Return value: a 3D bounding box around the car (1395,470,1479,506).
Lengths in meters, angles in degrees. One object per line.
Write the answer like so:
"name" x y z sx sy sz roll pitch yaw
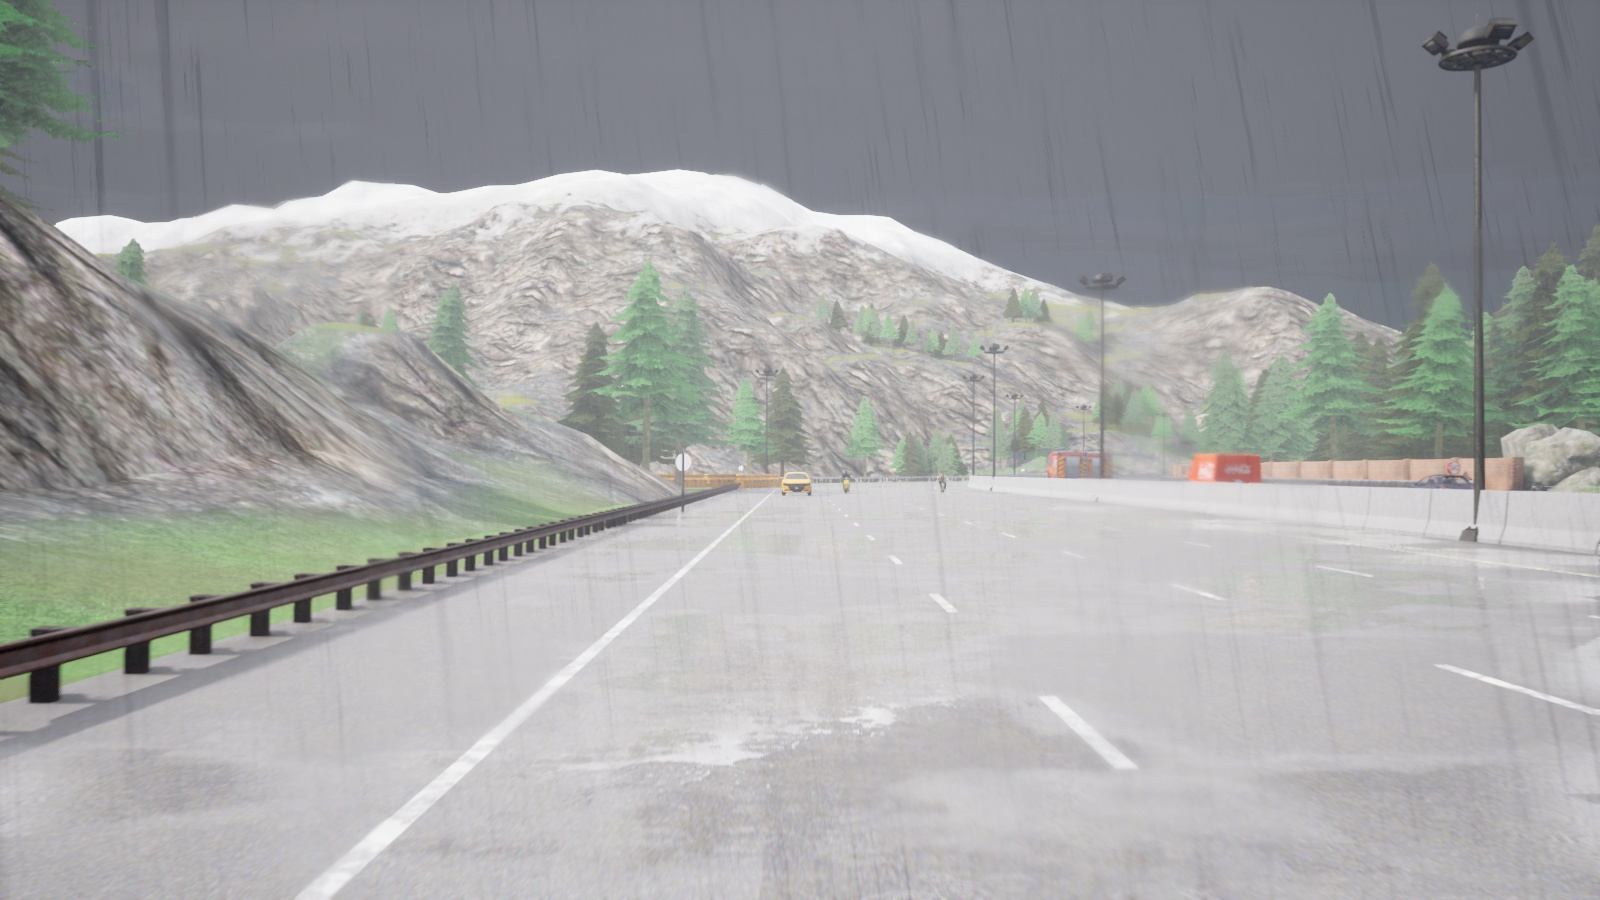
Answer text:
"car" 27.867 1.640 55.071 1.845 1.501 3.633 0 -1 0

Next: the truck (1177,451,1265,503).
"truck" 20.848 1.294 62.429 2.627 2.467 5.204 0 -1 0

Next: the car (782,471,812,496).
"car" -0.194 2.139 80.416 1.882 1.535 5.008 0 -1 0
